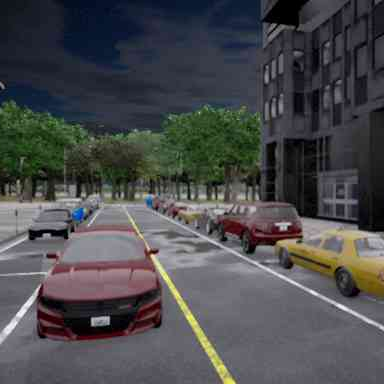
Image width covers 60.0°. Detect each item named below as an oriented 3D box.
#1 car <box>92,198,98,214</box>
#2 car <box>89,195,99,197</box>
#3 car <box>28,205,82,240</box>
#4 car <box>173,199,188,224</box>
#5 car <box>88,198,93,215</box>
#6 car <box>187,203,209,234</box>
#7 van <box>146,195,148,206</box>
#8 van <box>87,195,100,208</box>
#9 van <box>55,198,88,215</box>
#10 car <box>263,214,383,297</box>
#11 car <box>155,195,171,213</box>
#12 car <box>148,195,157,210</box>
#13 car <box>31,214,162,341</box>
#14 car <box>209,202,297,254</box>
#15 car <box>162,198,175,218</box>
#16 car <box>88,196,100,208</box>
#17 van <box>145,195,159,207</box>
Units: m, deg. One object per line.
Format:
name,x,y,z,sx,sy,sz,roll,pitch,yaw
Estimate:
car,-10.677,1.559,32.845,1.947,1.339,4.313,0,0,-13
car,-13.144,1.434,43.436,1.967,1.590,4.097,0,0,-13
car,-6.976,1.561,16.957,1.947,1.339,4.313,0,0,-13
car,0.054,1.514,24.353,1.752,1.417,4.829,0,0,-13
car,-9.405,1.519,27.384,1.752,1.417,4.829,0,0,-13
car,1.327,1.540,18.891,2.008,1.369,4.403,0,0,-13
van,-4.841,1.329,45.370,1.690,1.788,3.998,0,0,-13
van,-14.378,1.336,48.733,1.690,1.788,3.998,0,0,-13
van,-8.210,1.336,22.253,1.690,1.788,3.998,0,0,-13
car,3.755,1.518,8.465,1.752,1.417,4.829,0,0,-13
car,-2.374,1.427,34.778,1.967,1.590,4.097,0,0,-13
car,-3.608,1.302,40.075,2.192,1.841,5.009,0,0,-13
car,-1.803,1.475,6.929,1.882,1.535,5.008,0,0,-13
car,2.560,1.306,13.595,2.192,1.841,5.009,0,0,-13
car,-1.141,1.532,29.483,1.887,1.381,4.507,0,0,-13
car,-11.872,1.519,37.975,1.752,1.417,4.829,0,0,-13
van,-6.075,1.329,50.666,1.690,1.788,3.998,0,0,-13
